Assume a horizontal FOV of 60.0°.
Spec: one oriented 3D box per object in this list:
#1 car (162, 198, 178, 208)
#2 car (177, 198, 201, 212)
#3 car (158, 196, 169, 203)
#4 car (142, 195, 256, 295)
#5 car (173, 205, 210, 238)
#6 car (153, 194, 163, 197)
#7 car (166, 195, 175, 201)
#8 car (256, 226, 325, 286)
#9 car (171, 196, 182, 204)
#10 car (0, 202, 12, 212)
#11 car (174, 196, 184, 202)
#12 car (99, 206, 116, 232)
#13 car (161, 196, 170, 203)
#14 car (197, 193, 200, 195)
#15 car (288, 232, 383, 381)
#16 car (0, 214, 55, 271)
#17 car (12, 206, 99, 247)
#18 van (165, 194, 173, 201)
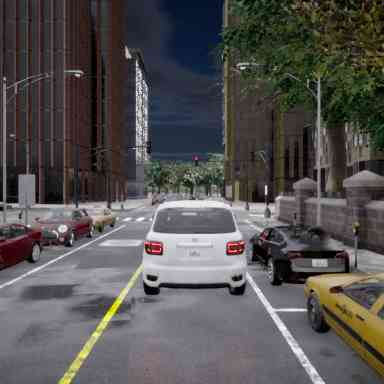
[{"bbox_3d":[-3.130,1.574,48.122,1.994,1.385,4.181,0,0,0],"label":"car"},{"bbox_3d":[-0.276,1.540,40.775,1.812,1.442,4.674,1,1,14],"label":"car"},{"bbox_3d":[-5.812,1.602,68.434,1.802,1.307,4.206,0,0,0],"label":"car"},{"bbox_3d":[0.060,1.222,8.835,2.150,2.045,5.566,0,0,0],"label":"car"},{"bbox_3d":[0.010,1.527,18.480,1.812,1.442,4.674,0,0,0],"label":"car"},{"bbox_3d":[-5.805,1.329,57.559,2.192,1.841,5.009,0,0,0],"label":"car"},{"bbox_3d":[-5.827,1.585,90.184,2.008,1.369,4.403,0,0,0],"label":"car"},{"bbox_3d":[2.754,1.566,9.245,1.947,1.339,4.313,0,0,0],"label":"car"},{"bbox_3d":[-3.069,1.583,66.991,1.994,1.385,4.181,0,0,1],"label":"car"},{"bbox_3d":[-20.041,1.186,31.595,5.357,1.411,2.033,1,0,0],"label":"car"},{"bbox_3d":[-3.055,1.558,77.331,2.033,1.411,5.357,0,0,0],"label":"car"},{"bbox_3d":[-5.778,1.527,19.981,1.752,1.417,4.829,0,0,0],"label":"car"},{"bbox_3d":[-5.816,1.548,73.701,1.752,1.417,4.829,0,0,0],"label":"car"},{"bbox_3d":[2.706,1.572,79.315,1.887,1.381,4.507,0,0,0],"label":"car"},{"bbox_3d":[2.758,1.525,3.958,1.752,1.417,4.829,0,0,0],"label":"car"},{"bbox_3d":[-5.771,1.545,9.237,1.887,1.381,4.507,0,0,0],"label":"car"},{"bbox_3d":[-5.775,1.441,14.694,1.967,1.590,4.097,0,0,0],"label":"car"},{"bbox_3d":[-5.824,1.372,84.747,1.690,1.788,3.998,0,0,0],"label":"van"}]
